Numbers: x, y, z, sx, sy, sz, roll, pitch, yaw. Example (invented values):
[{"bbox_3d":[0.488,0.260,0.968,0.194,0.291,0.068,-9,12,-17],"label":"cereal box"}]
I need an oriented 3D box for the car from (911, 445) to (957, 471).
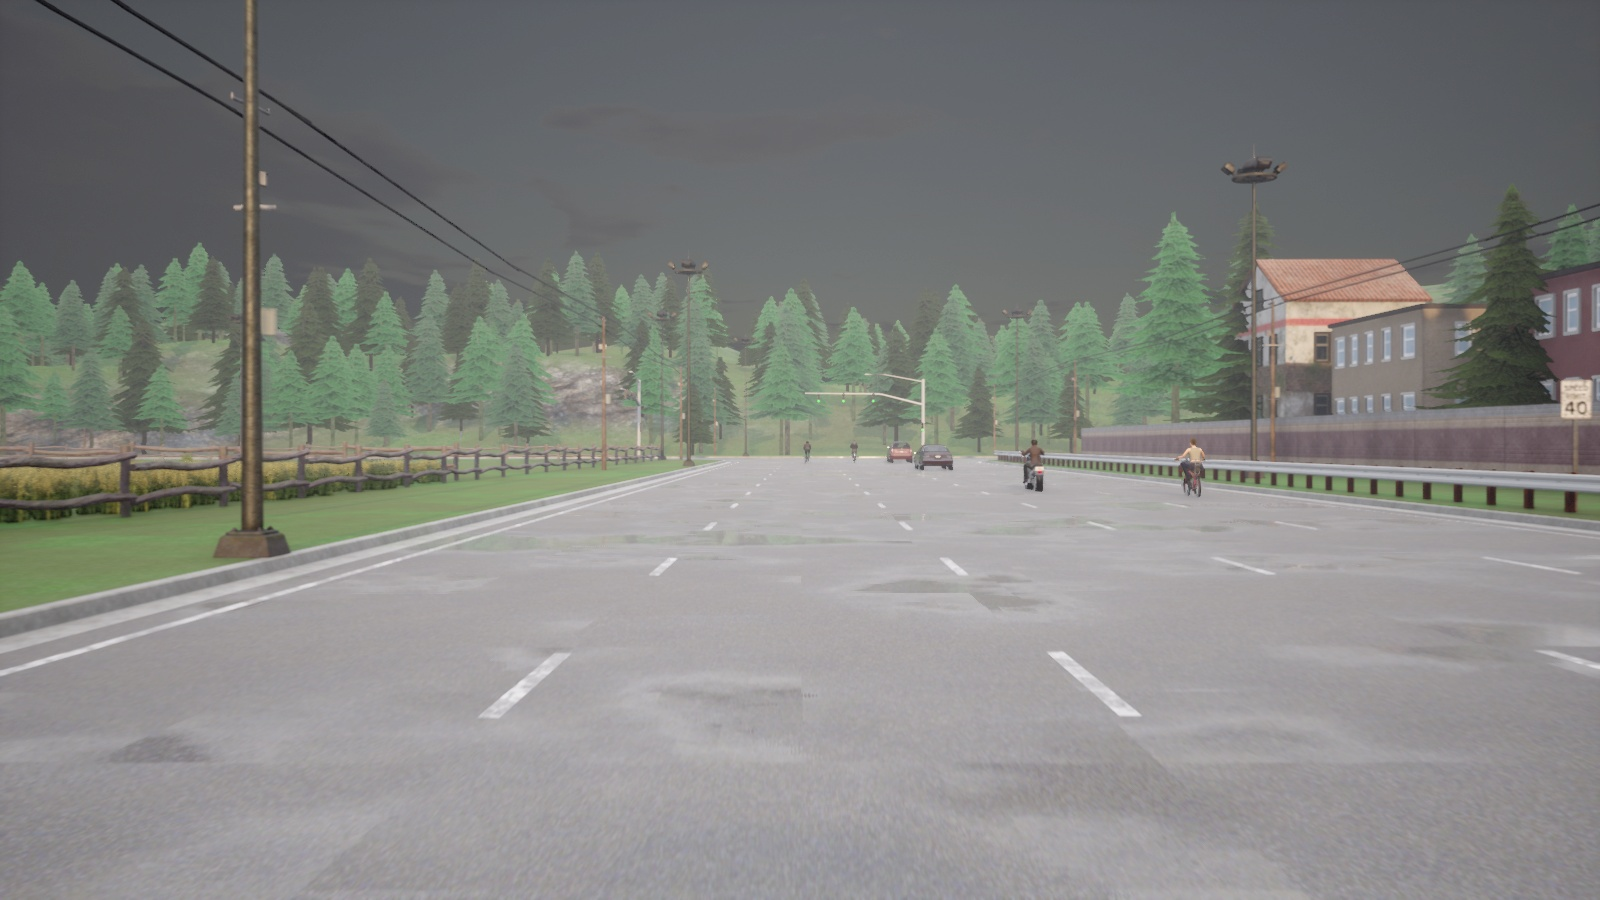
[{"bbox_3d":[7.415,0.406,69.929,2.033,1.411,5.357,0,0,0],"label":"car"}]

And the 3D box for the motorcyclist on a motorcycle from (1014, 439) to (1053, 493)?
[{"bbox_3d":[7.238,0.483,39.024,0.766,1.649,2.350,0,0,0],"label":"motorcyclist on a motorcycle"}]

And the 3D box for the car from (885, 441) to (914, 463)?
[{"bbox_3d":[7.534,0.115,95.110,1.851,1.617,3.988,0,0,0],"label":"car"}]

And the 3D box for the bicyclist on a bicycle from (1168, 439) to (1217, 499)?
[{"bbox_3d":[10.707,0.498,34.299,0.866,1.612,1.509,0,0,1],"label":"bicyclist on a bicycle"}]
